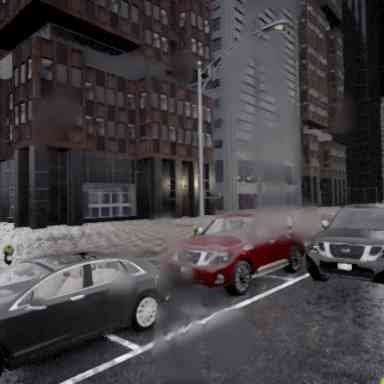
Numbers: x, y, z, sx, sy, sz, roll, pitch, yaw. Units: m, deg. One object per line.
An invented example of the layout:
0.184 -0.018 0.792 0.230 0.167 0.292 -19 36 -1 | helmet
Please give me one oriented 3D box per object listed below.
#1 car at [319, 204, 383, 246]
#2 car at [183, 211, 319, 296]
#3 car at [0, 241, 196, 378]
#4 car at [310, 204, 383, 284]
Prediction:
8.965 1.618 18.045 2.192 1.841 5.009 -2 -2 41 | car
1.523 1.524 9.567 2.192 1.841 5.009 -2 -2 41 | car
-2.195 1.713 5.322 2.008 1.369 4.403 -2 -2 41 | car
5.284 1.383 9.677 2.150 2.045 5.566 -2 -2 41 | car
